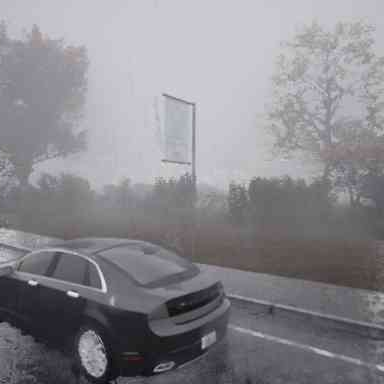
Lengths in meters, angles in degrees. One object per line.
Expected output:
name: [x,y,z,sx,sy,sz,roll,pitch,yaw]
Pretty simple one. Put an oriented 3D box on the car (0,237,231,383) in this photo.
car: [-1.723,1.517,5.447,4.892,1.490,1.837,0,0,37]
